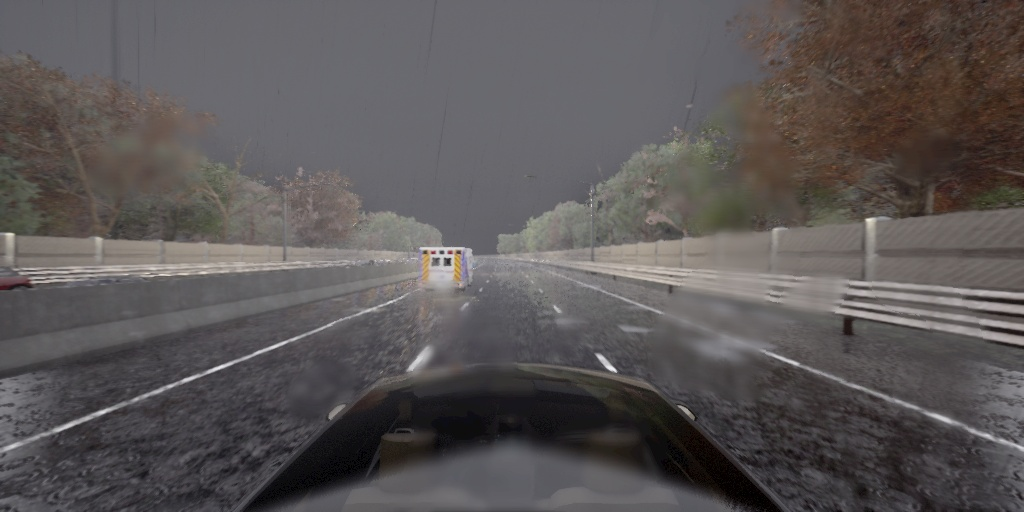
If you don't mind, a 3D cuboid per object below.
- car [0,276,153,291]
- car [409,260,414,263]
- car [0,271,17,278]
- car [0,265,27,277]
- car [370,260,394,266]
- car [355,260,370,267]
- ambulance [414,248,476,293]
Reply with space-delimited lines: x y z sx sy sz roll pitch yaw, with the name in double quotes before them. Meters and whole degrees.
"car" -14.126 1.372 12.265 1.895 1.301 4.718 0 0 0
"car" -14.766 1.331 53.709 2.033 1.411 5.357 0 0 -1
"car" -17.615 1.300 9.713 1.812 1.442 4.674 0 0 0
"car" -21.129 1.131 13.112 2.097 1.767 4.553 0 0 0
"car" -18.219 1.350 51.492 1.994 1.385 4.181 0 0 -1
"car" -21.769 1.292 53.464 1.837 1.490 4.892 0 0 -1
"ambulance" -3.609 0.811 21.115 2.351 2.431 6.366 0 0 -1
